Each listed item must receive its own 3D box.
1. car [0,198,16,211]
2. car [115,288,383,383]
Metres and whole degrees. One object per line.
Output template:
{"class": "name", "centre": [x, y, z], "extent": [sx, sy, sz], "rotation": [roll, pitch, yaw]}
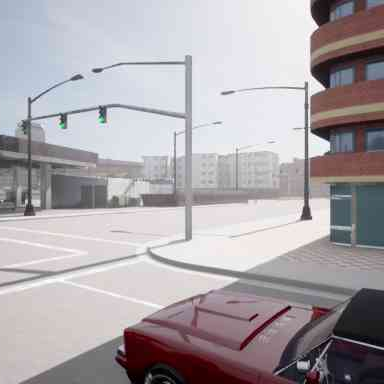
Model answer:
{"class": "car", "centre": [-22.337, 1.456, 38.835], "extent": [3.806, 1.475, 1.970], "rotation": [0, 0, 36]}
{"class": "car", "centre": [1.528, 1.601, 2.884], "extent": [4.718, 1.301, 1.895], "rotation": [0, 0, 36]}
